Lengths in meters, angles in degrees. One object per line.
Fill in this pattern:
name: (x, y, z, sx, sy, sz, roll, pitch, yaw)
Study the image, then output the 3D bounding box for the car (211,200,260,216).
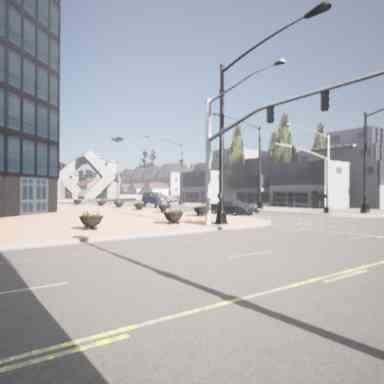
car: (4.045, 1.506, 32.225, 2.033, 1.411, 5.357, 1, 0, -35)

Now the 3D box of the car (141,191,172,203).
car: (-4.921, 0.903, 45.187, 2.150, 2.045, 5.566, 1, 0, -35)
